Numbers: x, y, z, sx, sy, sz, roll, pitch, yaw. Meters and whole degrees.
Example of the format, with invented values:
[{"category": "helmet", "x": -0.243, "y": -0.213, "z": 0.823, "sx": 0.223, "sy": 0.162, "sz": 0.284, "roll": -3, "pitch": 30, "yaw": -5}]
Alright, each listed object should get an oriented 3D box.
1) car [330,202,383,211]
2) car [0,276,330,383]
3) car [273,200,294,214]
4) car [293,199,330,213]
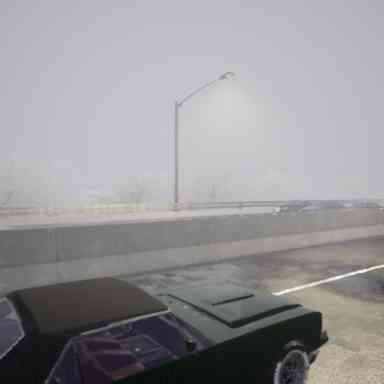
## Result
[{"category": "car", "x": 13.578, "y": 1.540, "z": 26.300, "sx": 5.357, "sy": 1.411, "sz": 2.033, "roll": 0, "pitch": 0, "yaw": -35}, {"category": "car", "x": -0.697, "y": 1.600, "z": 3.373, "sx": 4.718, "sy": 1.301, "sz": 1.895, "roll": 0, "pitch": 0, "yaw": -35}, {"category": "car", "x": 9.964, "y": 1.481, "z": 32.302, "sx": 4.902, "sy": 1.511, "sz": 2.128, "roll": 0, "pitch": 0, "yaw": -34}, {"category": "car", "x": 11.699, "y": 1.539, "z": 29.254, "sx": 5.357, "sy": 1.411, "sz": 2.033, "roll": 0, "pitch": 0, "yaw": -35}]
